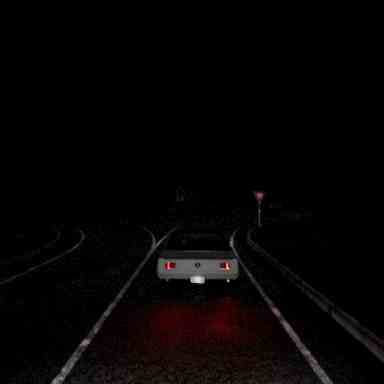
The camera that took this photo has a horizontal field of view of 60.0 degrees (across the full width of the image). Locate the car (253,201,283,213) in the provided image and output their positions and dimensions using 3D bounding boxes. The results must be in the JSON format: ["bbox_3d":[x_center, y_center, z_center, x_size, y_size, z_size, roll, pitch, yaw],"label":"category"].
[{"bbox_3d":[9.451,1.796,41.680,2.033,1.411,5.357,0,-1,-11],"label":"car"}]

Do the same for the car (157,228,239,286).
[{"bbox_3d":[0.195,1.704,9.684,1.895,1.301,4.718,0,-1,2],"label":"car"}]
